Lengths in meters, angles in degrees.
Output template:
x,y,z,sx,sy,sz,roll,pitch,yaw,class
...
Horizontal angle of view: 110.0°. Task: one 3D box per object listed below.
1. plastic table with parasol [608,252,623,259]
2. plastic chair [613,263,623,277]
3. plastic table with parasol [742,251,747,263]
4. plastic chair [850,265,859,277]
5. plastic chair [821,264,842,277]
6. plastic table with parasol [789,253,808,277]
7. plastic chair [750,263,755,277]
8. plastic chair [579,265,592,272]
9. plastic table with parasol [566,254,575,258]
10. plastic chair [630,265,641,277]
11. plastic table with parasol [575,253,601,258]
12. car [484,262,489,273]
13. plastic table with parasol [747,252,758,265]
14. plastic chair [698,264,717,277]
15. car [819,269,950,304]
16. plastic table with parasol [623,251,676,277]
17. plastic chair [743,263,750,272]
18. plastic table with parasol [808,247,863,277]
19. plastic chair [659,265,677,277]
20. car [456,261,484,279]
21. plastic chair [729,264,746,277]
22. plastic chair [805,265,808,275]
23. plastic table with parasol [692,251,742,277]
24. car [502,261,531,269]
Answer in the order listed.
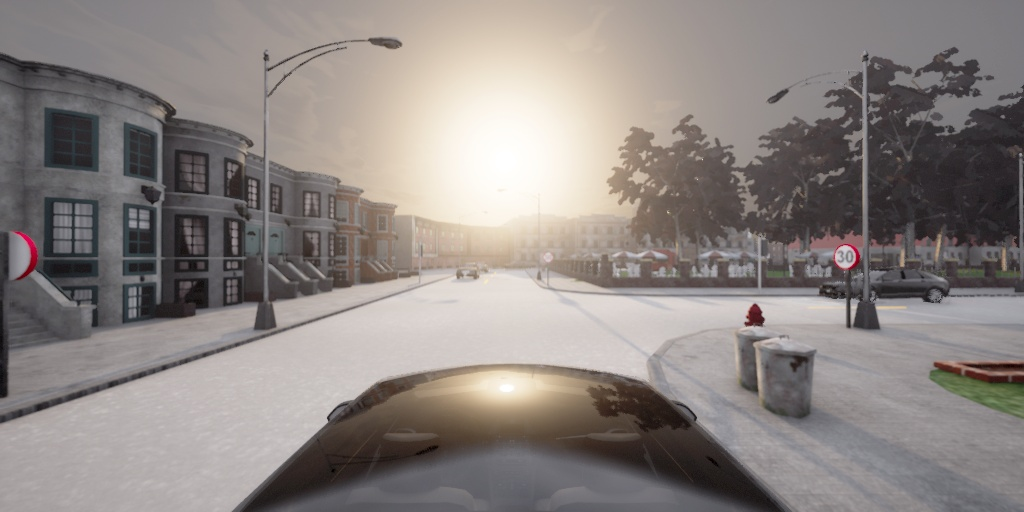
x,y,z,sx,sy,sz,roll,pitch,yaw,class
9.599,0.846,30.434,2.482,2.480,2.482,0,0,-40,plastic table with parasol
8.569,1.443,29.689,0.730,1.272,0.750,0,0,-40,plastic chair
18.234,0.821,30.942,2.482,2.480,2.482,0,0,-42,plastic table with parasol
24.616,1.435,25.279,0.750,1.272,0.730,0,0,-35,plastic chair
22.691,1.409,25.495,0.730,1.272,0.750,0,0,-39,plastic chair
26.447,0.846,31.574,2.482,2.480,2.482,0,0,-40,plastic table with parasol
22.869,1.448,33.223,0.750,1.272,0.730,0,0,-34,plastic chair
8.993,1.484,43.799,0.730,1.272,0.750,0,0,-40,plastic chair
9.174,0.992,52.219,2.482,2.480,2.482,0,0,0,plastic table with parasol
9.014,1.459,25.199,0.730,1.272,0.750,0,0,-40,plastic chair
9.977,0.849,44.524,2.482,2.480,2.482,0,0,-38,plastic table with parasol
-4.161,1.476,47.819,2.128,1.511,4.902,0,0,0,car
22.024,0.786,34.214,2.482,2.480,2.482,0,0,-39,plastic table with parasol
14.243,1.445,26.206,0.730,1.272,0.750,0,0,-40,plastic chair
16.863,1.329,16.375,4.892,1.490,1.837,0,0,0,car
10.044,0.859,25.945,2.482,2.480,2.482,0,0,-40,plastic table with parasol
19.123,1.448,29.991,0.750,1.272,0.730,0,0,-35,plastic chair
23.715,0.808,26.251,2.482,2.480,2.482,0,0,-40,plastic table with parasol
10.947,1.458,24.972,0.750,1.272,0.730,0,0,-35,plastic chair
-4.154,1.409,34.464,2.128,1.511,4.902,0,0,0,car
16.176,1.432,25.979,0.750,1.272,0.730,0,0,-35,plastic chair
22.976,1.400,27.270,0.750,1.272,0.730,0,0,-40,plastic chair
15.273,0.833,26.951,2.482,2.480,2.482,0,0,-40,plastic table with parasol
0.841,1.620,64.007,5.357,1.411,2.033,0,0,-32,car
